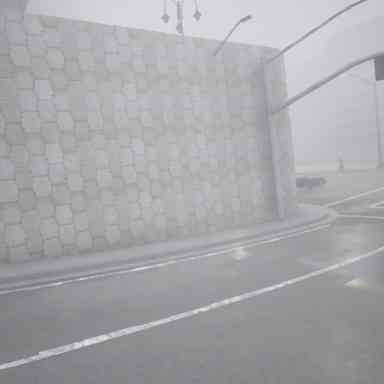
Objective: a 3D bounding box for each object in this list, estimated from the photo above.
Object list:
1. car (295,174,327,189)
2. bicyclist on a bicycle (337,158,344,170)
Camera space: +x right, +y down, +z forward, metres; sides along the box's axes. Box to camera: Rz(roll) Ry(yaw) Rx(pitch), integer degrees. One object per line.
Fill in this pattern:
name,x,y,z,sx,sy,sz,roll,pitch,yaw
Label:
car,10.000,-1.018,30.960,1.895,1.301,4.718,-11,6,-35
bicyclist on a bicycle,20.046,-3.826,44.884,1.656,1.620,0.582,-11,6,-35
